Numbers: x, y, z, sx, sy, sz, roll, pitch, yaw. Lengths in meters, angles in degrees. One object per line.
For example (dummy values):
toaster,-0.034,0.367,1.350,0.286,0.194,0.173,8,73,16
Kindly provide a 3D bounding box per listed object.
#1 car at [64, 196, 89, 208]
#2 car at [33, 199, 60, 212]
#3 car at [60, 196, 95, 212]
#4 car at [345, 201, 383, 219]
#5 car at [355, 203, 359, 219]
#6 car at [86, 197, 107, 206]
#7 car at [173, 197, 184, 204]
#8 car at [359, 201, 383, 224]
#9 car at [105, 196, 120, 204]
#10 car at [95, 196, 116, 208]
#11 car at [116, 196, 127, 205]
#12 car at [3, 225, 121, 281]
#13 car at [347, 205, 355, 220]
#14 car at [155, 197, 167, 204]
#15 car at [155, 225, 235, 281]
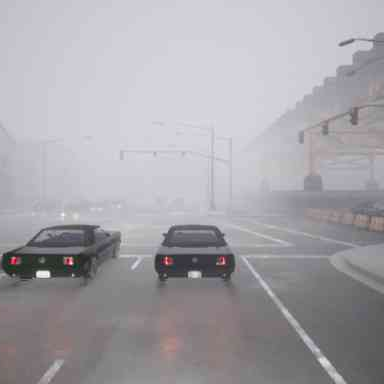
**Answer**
car,-17.142,1.445,49.563,2.097,1.767,4.553,0,0,2
car,-17.379,1.568,40.362,2.128,1.511,4.902,0,0,2
car,-13.873,1.554,40.565,1.882,1.535,5.008,0,0,2
car,14.080,1.345,26.664,4.536,1.218,1.853,0,0,-45
car,13.938,1.493,22.020,2.038,1.542,4.974,0,0,-35
car,-16.853,1.658,59.142,2.033,1.411,5.357,0,0,2
car,-2.657,1.686,65.169,1.994,1.385,4.181,0,0,1
car,13.968,1.336,21.978,1.853,1.218,4.536,0,0,-35
car,-16.549,1.608,69.591,1.882,1.535,5.008,0,0,1
car,-13.618,1.642,50.389,2.033,1.411,5.357,0,0,2
car,-13.304,1.715,60.693,1.895,1.301,4.718,0,0,2
car,-3.442,1.620,9.914,1.895,1.301,4.718,0,0,0
car,14.044,1.502,26.627,4.974,1.542,2.038,0,0,-45
car,-6.155,1.686,65.257,1.994,1.385,4.181,0,0,1
car,0.059,1.620,9.905,1.895,1.301,4.718,0,0,0
